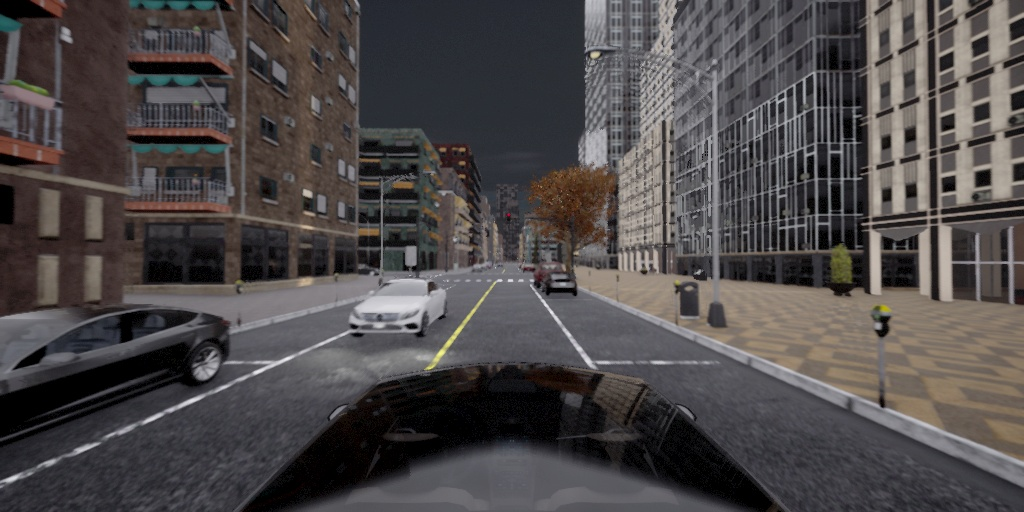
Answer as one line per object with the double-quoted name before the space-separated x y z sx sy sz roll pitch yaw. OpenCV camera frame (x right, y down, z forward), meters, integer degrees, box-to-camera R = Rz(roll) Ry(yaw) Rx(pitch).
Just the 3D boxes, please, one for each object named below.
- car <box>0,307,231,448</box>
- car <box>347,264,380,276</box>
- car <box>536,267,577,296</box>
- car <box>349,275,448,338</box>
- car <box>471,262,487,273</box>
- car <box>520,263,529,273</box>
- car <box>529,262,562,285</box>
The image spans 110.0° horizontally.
"car" -5.689 1.348 4.426 1.948 1.339 4.313 0 0 0
"car" -16.437 1.552 39.488 4.403 1.370 2.007 0 0 -1
"car" 2.691 1.550 20.993 1.948 1.339 4.313 0 0 0
"car" -3.099 1.384 10.708 1.812 1.442 4.674 0 -1 0
"car" -5.692 2.012 58.900 2.007 1.370 4.403 0 0 0
"car" 2.688 2.006 58.900 1.888 1.381 4.507 0 0 0
"car" 2.691 1.367 26.515 2.192 1.841 5.009 0 0 0
